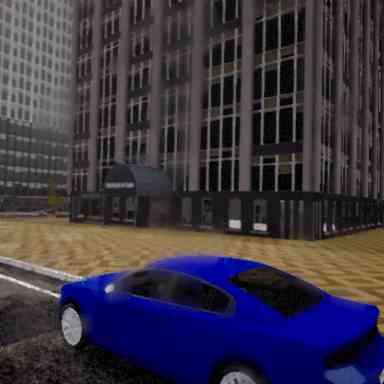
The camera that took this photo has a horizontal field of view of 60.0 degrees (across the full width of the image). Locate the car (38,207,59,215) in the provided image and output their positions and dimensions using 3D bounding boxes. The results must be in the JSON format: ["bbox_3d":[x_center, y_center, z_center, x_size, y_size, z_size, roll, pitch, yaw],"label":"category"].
[{"bbox_3d":[-30.142,3.943,69.764,1.967,1.590,4.097,0,-3,38],"label":"car"}]

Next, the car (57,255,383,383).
[{"bbox_3d":[-0.039,1.674,4.867,5.008,1.535,1.882,-1,-3,39],"label":"car"}]
